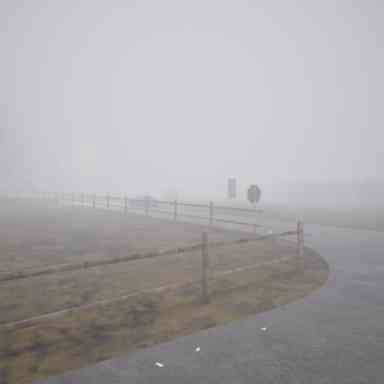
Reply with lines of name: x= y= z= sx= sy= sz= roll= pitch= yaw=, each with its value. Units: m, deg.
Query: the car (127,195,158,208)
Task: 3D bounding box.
car: x=-5.403 y=0.966 z=35.822 sx=1.994 sy=1.385 sz=4.181 roll=1 pitch=0 yaw=-36
